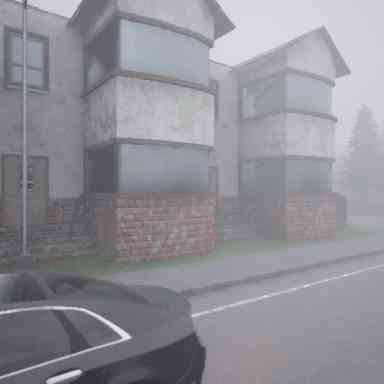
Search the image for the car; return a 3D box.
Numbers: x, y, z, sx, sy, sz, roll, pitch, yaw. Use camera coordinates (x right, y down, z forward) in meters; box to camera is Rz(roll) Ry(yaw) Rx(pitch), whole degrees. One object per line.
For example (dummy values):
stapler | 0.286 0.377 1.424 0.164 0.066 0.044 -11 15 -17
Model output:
car | -2.133 1.504 2.458 4.892 1.490 1.837 0 0 -35
